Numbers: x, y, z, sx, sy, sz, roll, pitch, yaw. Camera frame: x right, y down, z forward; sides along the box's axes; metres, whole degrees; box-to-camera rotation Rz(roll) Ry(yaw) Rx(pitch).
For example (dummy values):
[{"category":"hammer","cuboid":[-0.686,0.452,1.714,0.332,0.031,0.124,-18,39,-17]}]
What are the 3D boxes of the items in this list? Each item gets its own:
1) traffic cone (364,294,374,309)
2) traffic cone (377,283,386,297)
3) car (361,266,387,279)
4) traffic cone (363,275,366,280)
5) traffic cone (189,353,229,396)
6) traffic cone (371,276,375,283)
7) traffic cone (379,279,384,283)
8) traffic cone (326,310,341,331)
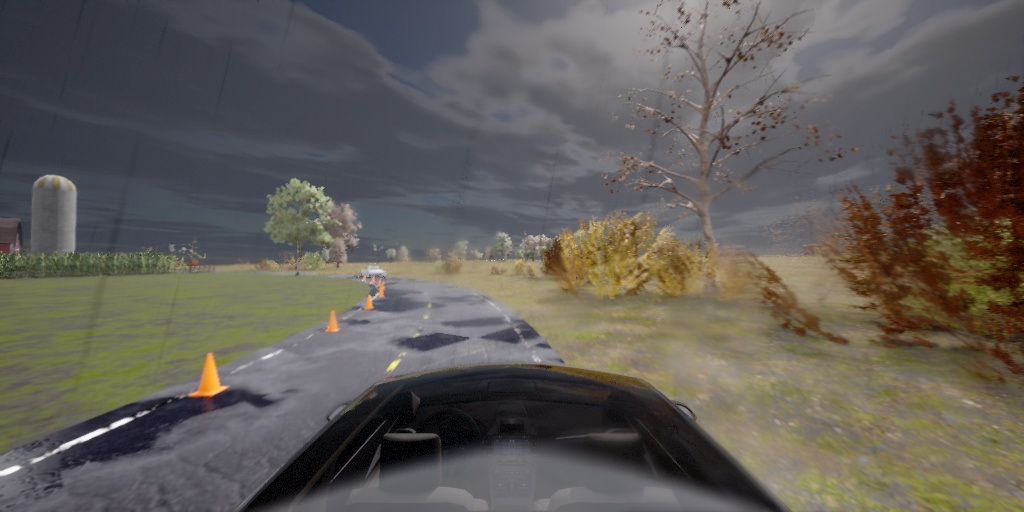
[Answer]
[{"category":"traffic cone","cuboid":[-5.968,1.889,15.010,0.340,0.580,0.340,0,0,-12]},{"category":"traffic cone","cuboid":[-7.166,1.947,19.676,0.340,0.580,0.340,0,0,-16]},{"category":"car","cuboid":[-16.080,1.874,41.584,1.812,1.442,4.674,1,-2,-39]},{"category":"traffic cone","cuboid":[-15.254,2.220,37.094,0.340,0.580,0.340,0,0,-33]},{"category":"traffic cone","cuboid":[-4.616,1.778,5.478,0.340,0.580,0.340,0,0,-4]},{"category":"traffic cone","cuboid":[-12.758,2.147,32.973,0.340,0.580,0.340,0,0,-29]},{"category":"traffic cone","cuboid":[-8.702,2.009,24.242,0.340,0.580,0.340,0,0,-21]},{"category":"traffic cone","cuboid":[-5.117,1.833,10.269,0.340,0.580,0.340,0,0,-8]}]
